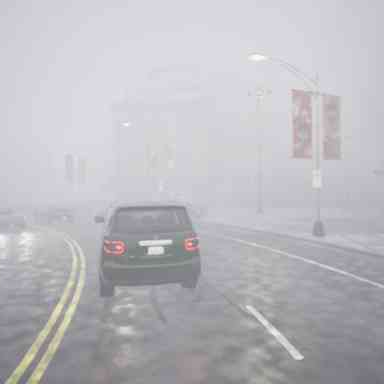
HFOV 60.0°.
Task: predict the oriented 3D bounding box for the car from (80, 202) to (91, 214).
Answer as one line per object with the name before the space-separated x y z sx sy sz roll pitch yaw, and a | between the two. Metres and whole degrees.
car | -12.810 1.709 36.411 4.718 1.301 1.895 -1 0 41

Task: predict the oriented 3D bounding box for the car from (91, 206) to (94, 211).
car | -5.237 1.532 24.428 2.128 1.511 4.902 -1 0 -39

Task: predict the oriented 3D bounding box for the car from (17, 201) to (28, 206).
car | -17.634 1.713 35.863 5.357 1.411 2.033 -1 0 33

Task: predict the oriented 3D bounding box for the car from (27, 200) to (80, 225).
car | -10.552 1.602 25.174 1.837 1.490 4.892 0 0 -41

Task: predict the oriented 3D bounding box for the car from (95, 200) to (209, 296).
car | -1.384 1.231 9.018 2.150 2.045 5.566 0 0 -15

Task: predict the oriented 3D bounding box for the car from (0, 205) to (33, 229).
car | -12.382 1.719 21.875 1.895 1.301 4.718 -1 0 -42
